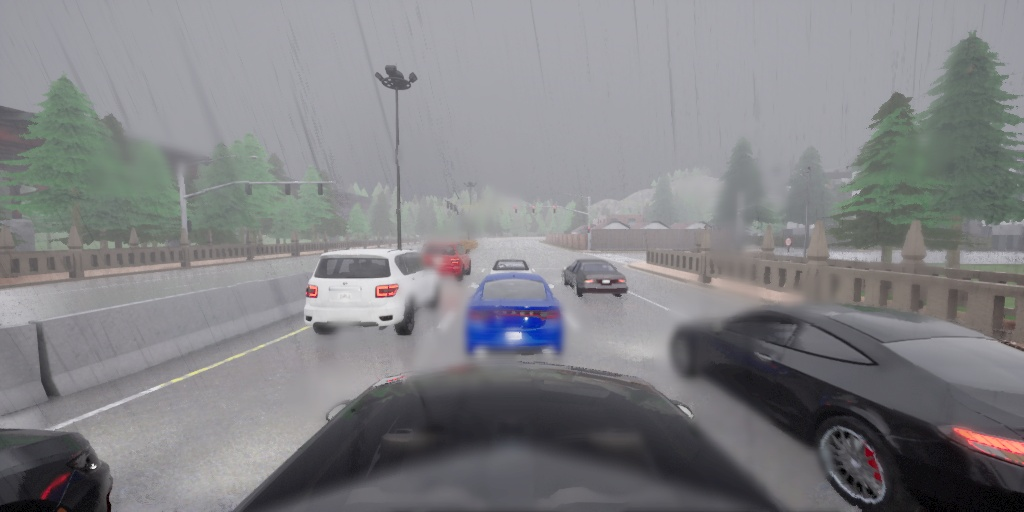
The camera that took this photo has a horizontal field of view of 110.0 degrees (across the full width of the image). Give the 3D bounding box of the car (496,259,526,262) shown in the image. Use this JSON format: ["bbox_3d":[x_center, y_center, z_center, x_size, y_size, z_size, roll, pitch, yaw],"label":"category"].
[{"bbox_3d":[-0.064,0.796,17.472,1.895,1.301,4.718,0,3,-1],"label":"car"}]

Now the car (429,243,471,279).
[{"bbox_3d":[-3.593,0.259,20.044,2.150,2.045,5.566,0,4,-1],"label":"car"}]

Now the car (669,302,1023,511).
[{"bbox_3d":[3.577,1.257,4.136,1.812,1.442,4.674,0,1,0],"label":"car"}]

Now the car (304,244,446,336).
[{"bbox_3d":[-3.480,0.803,10.055,2.150,2.045,5.566,0,2,-1],"label":"car"}]

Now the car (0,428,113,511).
[{"bbox_3d":[-3.389,1.254,0.169,1.837,1.490,4.892,0,0,-1],"label":"car"}]

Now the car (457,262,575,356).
[{"bbox_3d":[0.035,1.115,8.422,1.882,1.535,5.008,0,2,0],"label":"car"}]

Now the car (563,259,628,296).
[{"bbox_3d":[3.454,0.847,15.782,2.033,1.411,5.357,0,4,-1],"label":"car"}]
